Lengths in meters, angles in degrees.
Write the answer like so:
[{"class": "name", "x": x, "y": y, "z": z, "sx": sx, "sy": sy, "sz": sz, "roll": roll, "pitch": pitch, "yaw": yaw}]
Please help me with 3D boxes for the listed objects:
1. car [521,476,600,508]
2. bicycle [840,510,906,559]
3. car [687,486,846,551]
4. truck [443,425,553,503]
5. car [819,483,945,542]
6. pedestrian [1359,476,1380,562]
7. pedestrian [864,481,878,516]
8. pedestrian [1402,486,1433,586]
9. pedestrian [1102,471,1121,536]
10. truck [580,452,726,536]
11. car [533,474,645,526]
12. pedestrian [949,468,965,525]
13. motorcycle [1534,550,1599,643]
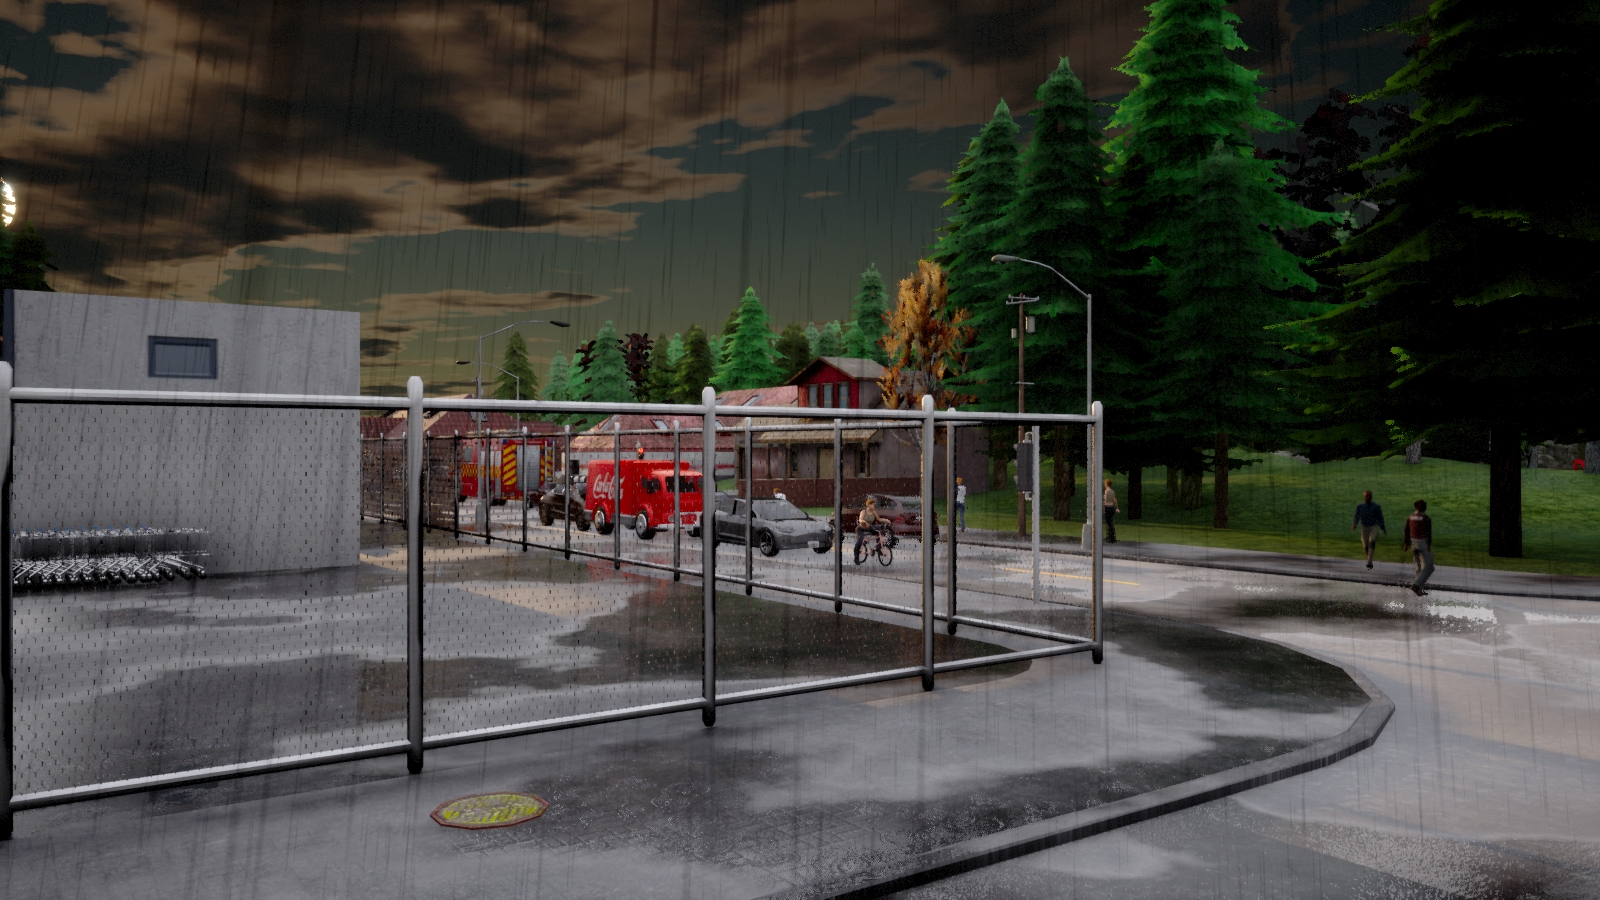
[{"class": "car", "x": -11.268, "y": 1.931, "z": 53.453, "sx": 1.895, "sy": 1.301, "sz": 4.718, "roll": 0, "pitch": 0, "yaw": -35}, {"class": "bicycle", "x": 1.773, "y": 2.033, "z": 27.810, "sx": 0.859, "sy": 1.080, "sz": 1.487, "roll": 0, "pitch": 0, "yaw": -35}, {"class": "car", "x": -1.029, "y": 1.840, "z": 31.812, "sx": 2.163, "sy": 1.488, "sz": 4.792, "roll": 0, "pitch": 0, "yaw": -35}, {"class": "truck", "x": -16.070, "y": 0.667, "z": 60.303, "sx": 2.891, "sy": 3.827, "sz": 8.468, "roll": 0, "pitch": 0, "yaw": -35}, {"class": "car", "x": 2.384, "y": 1.802, "z": 33.886, "sx": 1.789, "sy": 1.549, "sz": 3.705, "roll": 0, "pitch": 0, "yaw": -35}, {"class": "pedestrian", "x": 12.598, "y": 1.520, "z": 25.265, "sx": 0.375, "sy": 1.860, "sz": 0.375, "roll": 0, "pitch": 0, "yaw": 35}, {"class": "pedestrian", "x": 2.675, "y": 1.801, "z": 42.800, "sx": 0.375, "sy": 1.300, "sz": 0.375, "roll": 0, "pitch": 0, "yaw": -32}, {"class": "pedestrian", "x": 11.703, "y": 1.625, "z": 21.644, "sx": 0.375, "sy": 1.860, "sz": 0.375, "roll": 0, "pitch": 0, "yaw": -28}, {"class": "pedestrian", "x": 8.906, "y": 1.522, "z": 32.689, "sx": 0.375, "sy": 1.860, "sz": 0.375, "roll": 0, "pitch": 0, "yaw": -37}, {"class": "truck", "x": -4.910, "y": 1.336, "z": 37.383, "sx": 2.627, "sy": 2.467, "sz": 5.204, "roll": 0, "pitch": 0, "yaw": -35}, {"class": "car", "x": -7.756, "y": 1.772, "z": 41.538, "sx": 2.152, "sy": 1.651, "sz": 5.027, "roll": 0, "pitch": 0, "yaw": -34}, {"class": "pedestrian", "x": 5.143, "y": 1.520, "z": 37.432, "sx": 0.375, "sy": 1.860, "sz": 0.375, "roll": 0, "pitch": 0, "yaw": -24}, {"class": "motorcycle", "x": 11.116, "y": 1.990, "z": 15.344, "sx": 2.033, "sy": 1.145, "sz": 0.803, "roll": 0, "pitch": 0, "yaw": 25}]
